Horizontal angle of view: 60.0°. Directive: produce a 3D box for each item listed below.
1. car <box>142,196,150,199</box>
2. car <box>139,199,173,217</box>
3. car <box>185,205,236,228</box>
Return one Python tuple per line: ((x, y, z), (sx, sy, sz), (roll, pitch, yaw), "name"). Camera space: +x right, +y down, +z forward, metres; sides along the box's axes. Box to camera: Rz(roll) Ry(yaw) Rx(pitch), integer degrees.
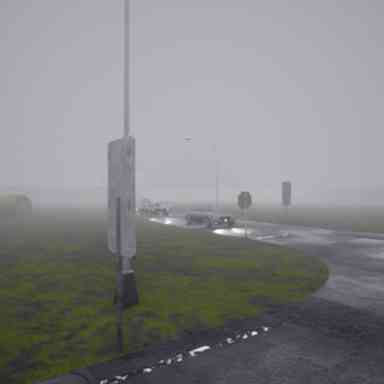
((-9.041, 1.660, 65.403), (1.837, 1.490, 4.892), (-1, -1, -5), "car")
((-3.757, 1.703, 32.635), (1.895, 1.301, 4.718), (0, 0, -23), "car")
((1.169, 1.637, 22.899), (1.994, 1.385, 4.181), (0, 0, -29), "car")
